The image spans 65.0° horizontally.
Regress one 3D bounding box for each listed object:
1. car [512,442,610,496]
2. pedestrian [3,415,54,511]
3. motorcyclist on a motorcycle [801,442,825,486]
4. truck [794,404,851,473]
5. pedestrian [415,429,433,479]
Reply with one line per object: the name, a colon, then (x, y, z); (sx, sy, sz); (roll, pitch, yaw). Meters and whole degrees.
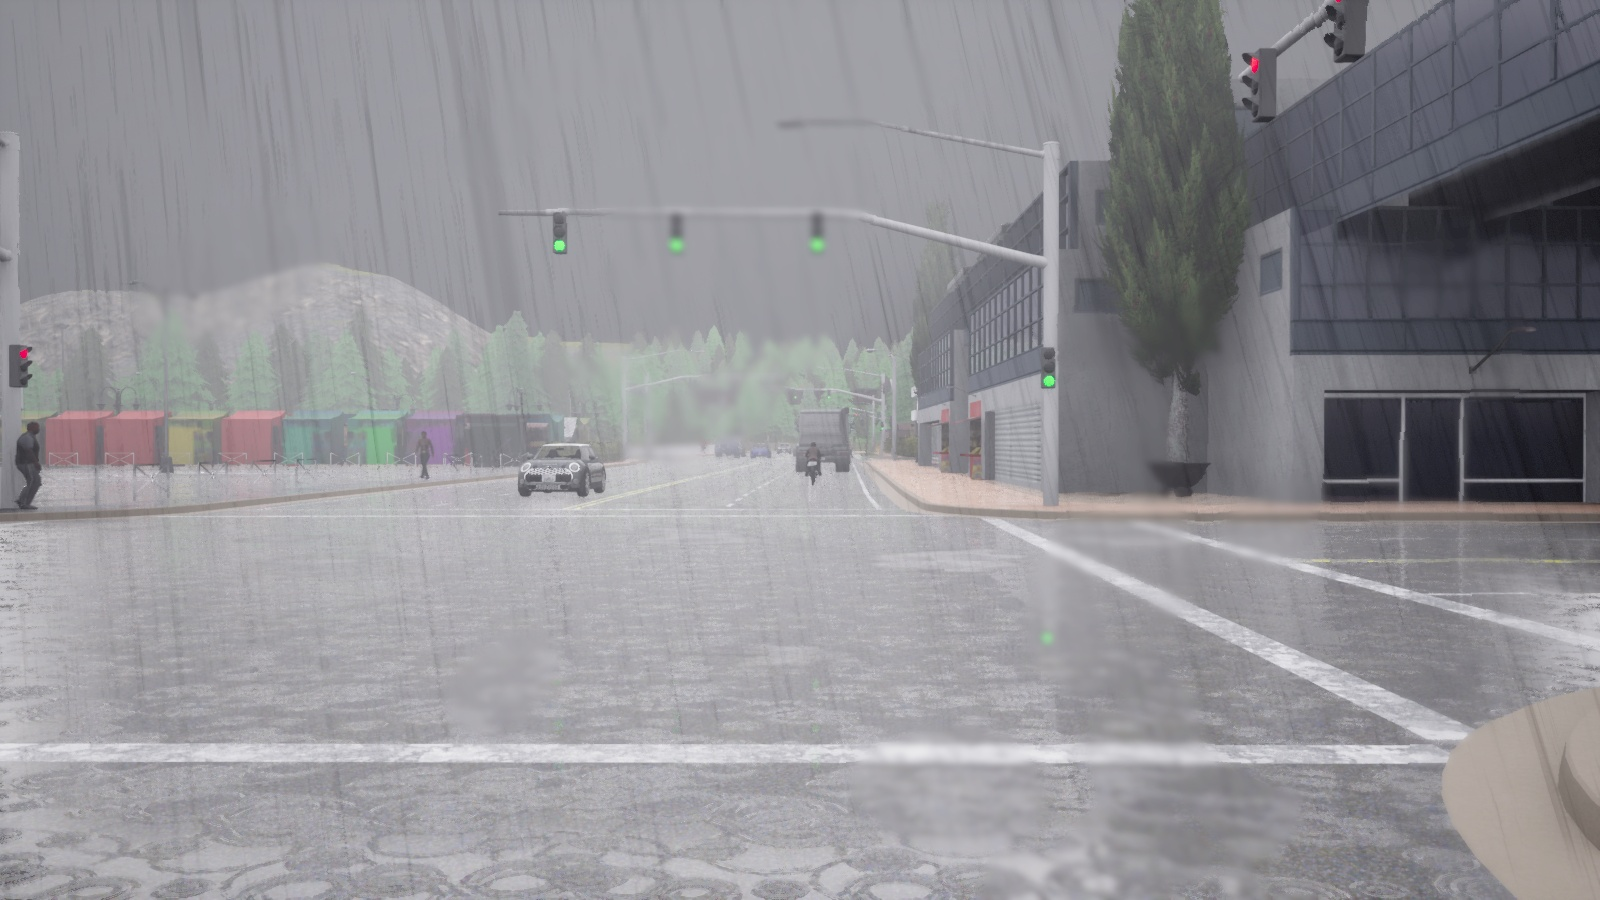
car: (-6.800, 0.504, 36.076); (1.970, 1.475, 3.806); (0, 0, 2)
pedestrian: (-15.364, 0.252, 25.004); (0.849, 1.883, 0.563); (0, 0, -33)
motorcyclist on a motorcycle: (0.484, 0.477, 44.876); (0.797, 1.523, 2.044); (0, 0, 2)
truck: (1.270, -0.613, 67.528); (2.891, 3.462, 7.936); (0, 0, 2)
pedestrian: (-13.757, 0.136, 45.956); (0.328, 1.805, 0.869); (0, 0, 3)
